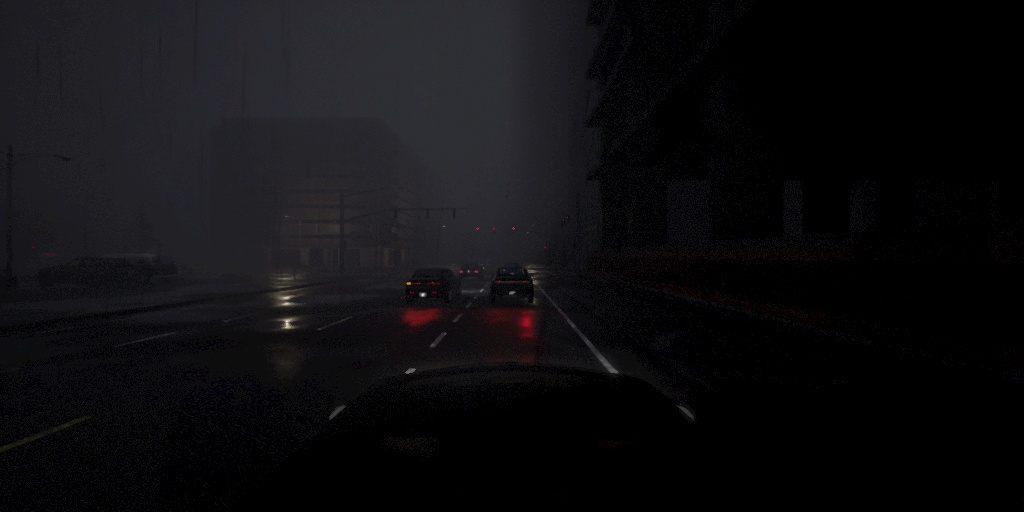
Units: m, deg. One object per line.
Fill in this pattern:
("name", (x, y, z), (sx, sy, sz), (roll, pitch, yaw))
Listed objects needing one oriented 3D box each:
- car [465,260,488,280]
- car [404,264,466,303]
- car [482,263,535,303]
("car", (-3.500, 1.312, 31.502), (2.033, 1.411, 5.357), (0, 0, 0))
("car", (-3.500, 1.265, 16.500), (1.837, 1.490, 4.892), (0, 0, 0))
("car", (0.000, 1.244, 16.500), (2.128, 1.511, 4.902), (0, 0, 0))
